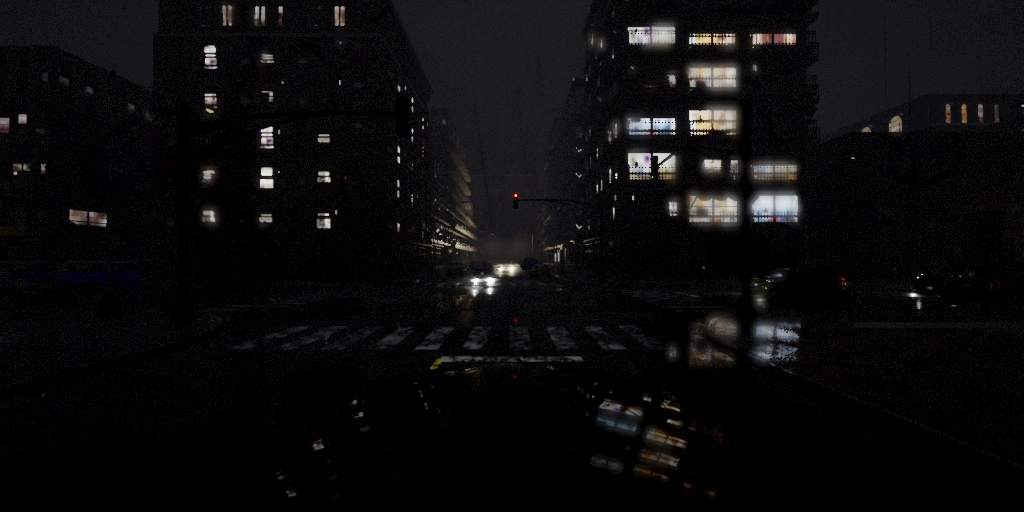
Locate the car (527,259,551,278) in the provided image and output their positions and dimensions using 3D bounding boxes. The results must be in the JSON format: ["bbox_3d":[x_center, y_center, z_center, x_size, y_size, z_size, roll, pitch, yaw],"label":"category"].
[{"bbox_3d":[2.623,1.290,33.585,1.751,1.417,4.829,0,0,0],"label":"car"}]

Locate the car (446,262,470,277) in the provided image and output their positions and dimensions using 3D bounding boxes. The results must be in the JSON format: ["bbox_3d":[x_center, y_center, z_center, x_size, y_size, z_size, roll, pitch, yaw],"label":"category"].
[{"bbox_3d":[-5.522,1.317,36.022,2.007,1.370,4.403,0,0,0],"label":"car"}]

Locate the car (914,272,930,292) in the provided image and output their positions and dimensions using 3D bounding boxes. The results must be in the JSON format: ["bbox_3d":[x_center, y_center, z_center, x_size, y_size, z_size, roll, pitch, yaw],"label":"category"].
[{"bbox_3d":[23.857,1.073,18.514,4.553,1.767,2.097,0,-1,1],"label":"car"}]

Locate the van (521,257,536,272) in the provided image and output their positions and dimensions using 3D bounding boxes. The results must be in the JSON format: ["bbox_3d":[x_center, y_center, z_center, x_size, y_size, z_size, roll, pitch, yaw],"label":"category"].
[{"bbox_3d":[2.495,1.119,47.418,1.690,1.789,3.998,0,0,0],"label":"van"}]

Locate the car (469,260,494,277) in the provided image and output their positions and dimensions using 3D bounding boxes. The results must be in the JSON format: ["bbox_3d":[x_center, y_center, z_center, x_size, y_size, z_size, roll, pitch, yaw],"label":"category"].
[{"bbox_3d":[-2.829,1.368,36.046,1.895,1.301,4.718,0,0,0],"label":"car"}]

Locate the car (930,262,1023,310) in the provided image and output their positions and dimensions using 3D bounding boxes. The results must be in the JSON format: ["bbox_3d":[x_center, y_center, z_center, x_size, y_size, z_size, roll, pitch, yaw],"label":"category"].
[{"bbox_3d":[18.663,1.103,13.157,4.097,1.591,1.967,0,0,1],"label":"car"}]

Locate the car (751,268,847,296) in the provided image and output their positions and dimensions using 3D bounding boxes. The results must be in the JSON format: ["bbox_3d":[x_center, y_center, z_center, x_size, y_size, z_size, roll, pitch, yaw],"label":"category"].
[{"bbox_3d":[14.688,1.304,18.634,4.181,1.385,1.994,0,-1,1],"label":"car"}]

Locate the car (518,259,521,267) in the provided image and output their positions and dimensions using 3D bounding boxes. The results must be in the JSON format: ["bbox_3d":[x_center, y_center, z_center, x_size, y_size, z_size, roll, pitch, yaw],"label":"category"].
[{"bbox_3d":[2.450,1.100,53.071,2.192,1.841,5.009,0,0,0],"label":"car"}]

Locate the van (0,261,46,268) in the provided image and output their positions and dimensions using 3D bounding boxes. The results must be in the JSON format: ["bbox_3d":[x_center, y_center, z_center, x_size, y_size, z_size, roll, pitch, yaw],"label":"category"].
[{"bbox_3d":[-30.447,1.201,21.691,3.998,1.789,1.690,0,0,1],"label":"van"}]

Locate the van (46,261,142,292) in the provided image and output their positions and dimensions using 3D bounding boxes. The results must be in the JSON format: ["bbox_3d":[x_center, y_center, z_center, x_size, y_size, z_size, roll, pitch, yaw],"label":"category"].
[{"bbox_3d":[-24.853,1.191,21.617,3.998,1.789,1.690,0,0,1],"label":"van"}]

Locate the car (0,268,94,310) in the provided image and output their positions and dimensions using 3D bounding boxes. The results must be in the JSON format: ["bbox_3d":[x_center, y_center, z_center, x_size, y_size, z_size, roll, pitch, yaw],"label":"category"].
[{"bbox_3d":[-19.364,1.290,13.664,4.403,1.370,2.007,0,0,1],"label":"car"}]
